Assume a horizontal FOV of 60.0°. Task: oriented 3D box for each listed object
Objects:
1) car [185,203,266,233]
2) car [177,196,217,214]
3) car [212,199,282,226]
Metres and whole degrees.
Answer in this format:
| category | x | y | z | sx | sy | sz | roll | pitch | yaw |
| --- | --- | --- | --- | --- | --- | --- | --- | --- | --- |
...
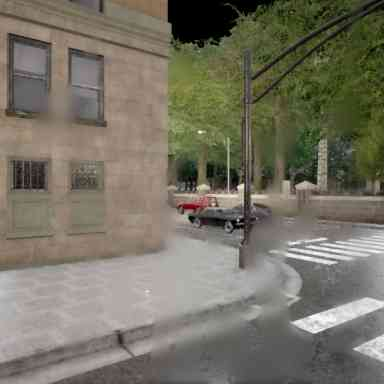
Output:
| category | x | y | z | sx | sy | sz | roll | pitch | yaw |
| --- | --- | --- | --- | --- | --- | --- | --- | --- | --- |
| car | 1.816 | 1.586 | 19.855 | 1.895 | 1.301 | 4.718 | 0 | 0 | -35 |
| car | 0.571 | 1.285 | 31.798 | 2.192 | 1.841 | 5.009 | 0 | 0 | -35 |
| car | 3.790 | 1.489 | 22.597 | 1.837 | 1.490 | 4.892 | 0 | 0 | -35 |
